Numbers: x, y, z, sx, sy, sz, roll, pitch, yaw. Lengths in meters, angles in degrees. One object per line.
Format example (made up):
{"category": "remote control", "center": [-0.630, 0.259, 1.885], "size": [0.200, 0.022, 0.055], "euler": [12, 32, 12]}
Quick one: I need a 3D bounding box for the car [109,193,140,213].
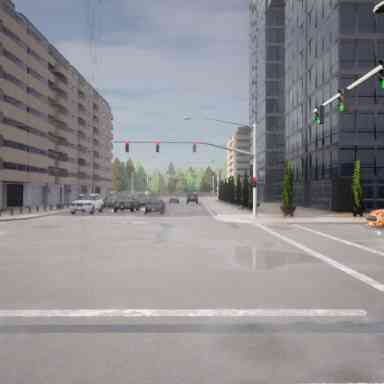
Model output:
{"category": "car", "center": [-7.419, 1.221, 38.114], "size": [2.150, 2.045, 5.566], "euler": [0, 0, 1]}

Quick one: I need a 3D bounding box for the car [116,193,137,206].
{"category": "car", "center": [-10.736, 1.221, 54.985], "size": [2.150, 2.045, 5.566], "euler": [0, 0, 1]}

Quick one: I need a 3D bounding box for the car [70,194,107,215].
{"category": "car", "center": [-10.928, 1.221, 34.940], "size": [2.150, 2.045, 5.566], "euler": [0, 0, -1]}

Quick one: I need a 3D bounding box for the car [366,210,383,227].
{"category": "car", "center": [13.579, 1.407, 21.101], "size": [4.553, 1.767, 2.097], "euler": [0, 0, 0]}

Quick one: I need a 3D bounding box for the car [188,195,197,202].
{"category": "car", "center": [0.098, 1.500, 74.538], "size": [1.837, 1.490, 4.892], "euler": [0, 0, 1]}

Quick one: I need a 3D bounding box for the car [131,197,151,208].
{"category": "car", "center": [-7.325, 1.547, 48.359], "size": [2.033, 1.411, 5.357], "euler": [0, 0, 1]}

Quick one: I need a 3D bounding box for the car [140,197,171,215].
{"category": "car", "center": [-3.725, 1.491, 34.547], "size": [2.128, 1.511, 4.902], "euler": [0, 0, 0]}

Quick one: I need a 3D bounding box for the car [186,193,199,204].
{"category": "car", "center": [0.062, 1.221, 63.825], "size": [2.150, 2.045, 5.566], "euler": [0, 0, 1]}

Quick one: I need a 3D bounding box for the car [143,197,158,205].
{"category": "car", "center": [-7.187, 1.564, 58.379], "size": [1.994, 1.385, 4.181], "euler": [0, 0, 1]}

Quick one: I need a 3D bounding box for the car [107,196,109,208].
{"category": "car", "center": [-10.867, 1.352, 44.784], "size": [2.097, 1.767, 4.553], "euler": [0, 0, 1]}

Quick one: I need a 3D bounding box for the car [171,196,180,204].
{"category": "car", "center": [-3.428, 1.525, 64.595], "size": [1.812, 1.442, 4.674], "euler": [0, 0, 1]}
